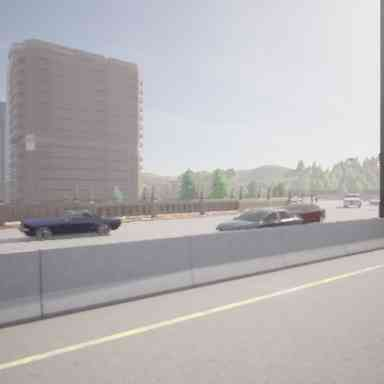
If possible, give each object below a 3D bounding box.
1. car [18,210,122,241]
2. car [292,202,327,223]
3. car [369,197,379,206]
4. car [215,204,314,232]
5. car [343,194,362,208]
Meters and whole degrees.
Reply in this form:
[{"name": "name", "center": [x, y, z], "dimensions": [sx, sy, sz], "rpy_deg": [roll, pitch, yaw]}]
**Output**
[{"name": "car", "center": [-6.108, 1.604, 16.851], "dimensions": [4.718, 1.301, 1.895], "rpy_deg": [0, 0, -36]}, {"name": "car", "center": [7.437, 1.491, 23.000], "dimensions": [5.008, 1.535, 1.882], "rpy_deg": [0, 0, -42]}, {"name": "car", "center": [30.999, 1.565, 55.883], "dimensions": [1.812, 1.442, 4.674], "rpy_deg": [0, 0, 24]}, {"name": "car", "center": [3.181, 1.512, 15.037], "dimensions": [4.892, 1.490, 1.837], "rpy_deg": [0, 0, -37]}, {"name": "car", "center": [23.529, 1.254, 48.565], "dimensions": [2.150, 2.045, 5.566], "rpy_deg": [0, 0, 30]}]
